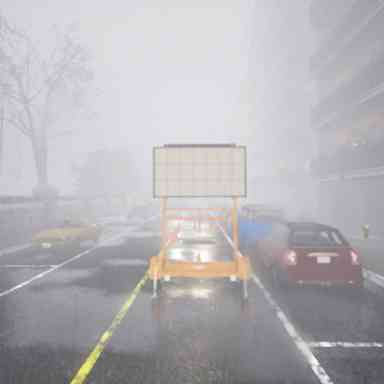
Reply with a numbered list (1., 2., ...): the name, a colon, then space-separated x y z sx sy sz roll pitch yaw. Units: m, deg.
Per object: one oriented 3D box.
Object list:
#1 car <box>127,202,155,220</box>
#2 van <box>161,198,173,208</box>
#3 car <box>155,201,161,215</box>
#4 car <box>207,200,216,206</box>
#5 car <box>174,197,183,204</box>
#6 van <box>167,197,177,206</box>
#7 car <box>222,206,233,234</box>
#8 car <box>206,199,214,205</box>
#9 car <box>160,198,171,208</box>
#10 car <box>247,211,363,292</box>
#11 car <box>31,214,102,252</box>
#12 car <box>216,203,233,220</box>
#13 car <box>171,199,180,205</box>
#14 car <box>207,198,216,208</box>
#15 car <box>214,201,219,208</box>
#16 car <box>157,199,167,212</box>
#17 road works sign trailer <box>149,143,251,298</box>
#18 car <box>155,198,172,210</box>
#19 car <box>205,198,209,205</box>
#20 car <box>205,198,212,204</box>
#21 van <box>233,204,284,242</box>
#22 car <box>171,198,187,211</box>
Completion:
1. car: -5.020 1.894 31.865 1.947 1.339 4.313 0 -1 1
2. van: -4.459 1.964 60.008 1.690 1.788 3.998 0 -1 1
3. car: -4.908 1.964 37.494 1.802 1.307 4.206 0 -1 1
4. car: 4.145 2.293 71.097 1.802 1.307 4.206 0 -1 1
5. car: -3.785 2.316 93.782 2.192 1.841 5.009 0 -1 1
6. van: -4.235 2.088 71.267 1.690 1.788 3.998 0 -1 1
7. car: 3.133 1.751 20.438 1.947 1.339 4.313 0 -1 1
8. car: 4.369 2.402 82.355 1.947 1.339 4.313 0 -1 1
9. car: -4.683 1.939 48.749 1.967 1.590 4.097 0 -1 1
10. car: 2.908 1.518 9.181 1.967 1.590 4.097 0 -1 1
11. car: -5.361 1.691 14.807 1.752 1.417 4.829 0 -1 1
12. car: 3.246 1.790 26.068 2.008 1.369 4.403 0 -1 1
13. car: -4.009 2.438 82.522 1.947 1.339 4.313 0 -1 1
14. car: 3.807 2.107 54.209 1.802 1.307 4.206 0 -1 1
15. car: 3.359 1.838 31.697 1.887 1.381 4.507 0 -1 1
16. car: -4.796 1.983 43.121 1.887 1.381 4.507 0 -1 1
17. road works sign trailer: 0.202 0.548 8.694 2.380 3.560 2.880 0 -1 1
18. car: -4.573 1.876 54.380 2.192 1.841 5.009 0 -1 1
19. car: 4.032 2.089 65.470 1.967 1.590 4.097 0 -1 1
20. car: 4.594 2.405 93.613 1.967 1.590 4.097 0 -1 1
21. van: 3.021 1.472 14.811 1.690 1.788 3.998 0 -1 1
22. car: -1.960 1.733 50.749 2.150 2.045 5.566 0 -1 1
